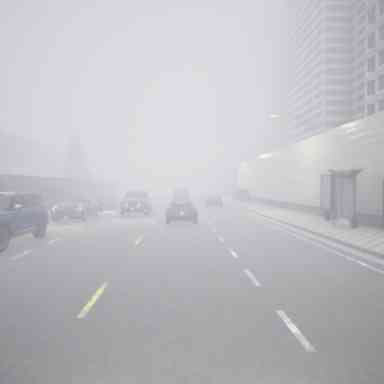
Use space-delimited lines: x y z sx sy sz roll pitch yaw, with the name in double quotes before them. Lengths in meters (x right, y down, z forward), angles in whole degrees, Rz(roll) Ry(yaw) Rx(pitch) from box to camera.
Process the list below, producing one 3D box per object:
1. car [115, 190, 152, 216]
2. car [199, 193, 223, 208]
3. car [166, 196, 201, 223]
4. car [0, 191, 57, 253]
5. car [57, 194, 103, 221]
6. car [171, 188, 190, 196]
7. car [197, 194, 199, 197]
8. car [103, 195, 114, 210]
"car" -4.489 0.868 27.260 2.150 2.045 5.566 0 1 -2
"car" 2.263 0.880 36.565 2.128 1.511 4.902 0 1 -2
"car" -0.681 1.201 21.809 1.994 1.385 4.181 0 1 -2
"car" -7.553 1.011 13.063 2.150 2.045 5.566 0 1 -2
"car" -7.914 0.980 22.828 2.097 1.767 4.553 0 1 -2
"car" -1.443 0.508 42.568 2.150 2.045 5.566 0 0 -5
"car" 1.837 0.762 48.059 1.994 1.385 4.181 0 1 -3
"car" -7.988 0.826 27.157 1.994 1.385 4.181 0 1 -2
